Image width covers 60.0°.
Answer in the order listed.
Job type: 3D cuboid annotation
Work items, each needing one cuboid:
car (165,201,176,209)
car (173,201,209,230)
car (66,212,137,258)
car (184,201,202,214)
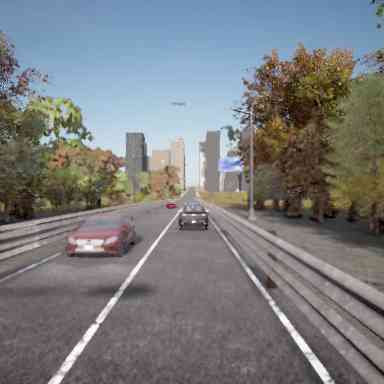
[{"bbox_3d":[-3.314,2.043,54.020,1.895,1.301,4.718,0,-1,0],"label":"car"},{"bbox_3d":[0.100,1.582,22.003,2.128,1.511,4.902,0,0,0],"label":"car"},{"bbox_3d":[-3.337,1.556,13.053,1.812,1.442,4.674,0,0,0],"label":"car"},{"bbox_3d":[0.102,1.847,41.412,2.033,1.411,5.357,0,-1,0],"label":"car"}]
